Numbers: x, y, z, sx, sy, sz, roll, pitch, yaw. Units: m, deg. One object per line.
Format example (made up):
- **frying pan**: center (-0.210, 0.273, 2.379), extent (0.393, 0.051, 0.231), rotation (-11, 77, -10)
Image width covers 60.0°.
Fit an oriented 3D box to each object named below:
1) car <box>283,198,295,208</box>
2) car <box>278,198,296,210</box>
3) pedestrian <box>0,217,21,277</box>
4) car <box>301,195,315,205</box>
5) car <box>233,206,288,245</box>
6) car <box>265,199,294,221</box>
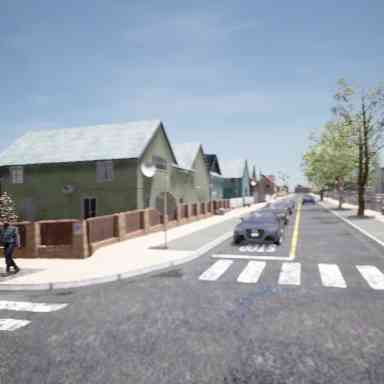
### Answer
- **car**: center (9.223, 1.609, 33.825), extent (1.895, 1.301, 4.718), rotation (-1, 0, 18)
- **car**: center (12.856, 1.539, 44.750), extent (2.033, 1.411, 5.357), rotation (-1, 0, 19)
- **pedestrian**: center (-5.684, 1.650, 10.397), extent (0.375, 1.860, 0.375), rotation (-1, 0, 18)
- **car**: center (19.910, 1.256, 56.962), extent (2.097, 1.767, 4.553), rotation (-1, 0, 19)
- **car**: center (3.255, 1.592, 15.751), extent (1.994, 1.385, 4.181), rotation (-1, 0, 19)
- **car**: center (6.140, 1.511, 24.467), extent (2.128, 1.511, 4.902), rotation (-1, 0, 18)
